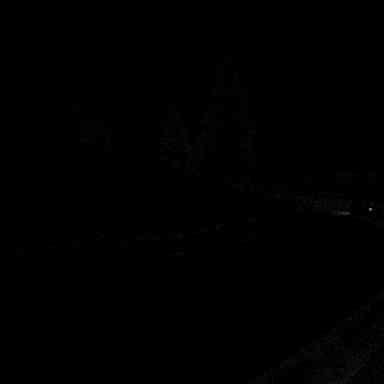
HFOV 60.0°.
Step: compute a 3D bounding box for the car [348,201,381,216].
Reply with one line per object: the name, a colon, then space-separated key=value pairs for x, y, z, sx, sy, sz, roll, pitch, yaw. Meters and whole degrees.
car: x=16.781 y=1.559 z=32.525 sx=1.994 sy=1.385 sz=4.181 roll=0 pitch=0 yaw=11
